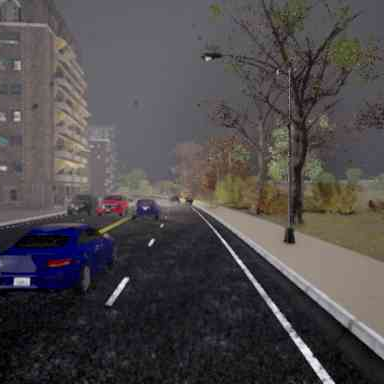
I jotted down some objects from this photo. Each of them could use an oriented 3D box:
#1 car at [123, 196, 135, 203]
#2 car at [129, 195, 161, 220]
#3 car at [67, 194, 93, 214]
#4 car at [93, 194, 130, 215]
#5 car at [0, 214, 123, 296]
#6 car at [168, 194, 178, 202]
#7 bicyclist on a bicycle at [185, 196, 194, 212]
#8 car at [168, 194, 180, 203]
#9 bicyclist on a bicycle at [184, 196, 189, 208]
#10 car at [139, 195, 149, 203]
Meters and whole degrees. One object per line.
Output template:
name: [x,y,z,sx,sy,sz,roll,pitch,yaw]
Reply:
car: [-13.687,1.502,72.382,2.033,1.411,5.357,0,0,-6]
car: [-3.803,1.348,28.489,2.097,1.767,4.553,0,0,-2]
car: [-10.724,1.226,33.350,2.150,2.045,5.566,0,0,-3]
car: [-7.377,1.223,31.450,2.150,2.045,5.566,0,0,-3]
car: [-3.235,1.527,8.565,1.812,1.442,4.674,0,0,-1]
car: [-4.528,1.319,78.243,2.097,1.767,4.553,0,0,-7]
bicyclist on a bicycle: [-0.131,1.359,36.537,0.659,1.776,1.843,0,0,-3]
car: [-3.507,1.474,68.994,1.837,1.490,4.892,0,-1,-5]
bicyclist on a bicycle: [-0.719,1.437,46.175,0.582,1.620,1.656,0,0,-4]
car: [-10.384,1.439,72.064,1.882,1.535,5.008,0,0,-6]
